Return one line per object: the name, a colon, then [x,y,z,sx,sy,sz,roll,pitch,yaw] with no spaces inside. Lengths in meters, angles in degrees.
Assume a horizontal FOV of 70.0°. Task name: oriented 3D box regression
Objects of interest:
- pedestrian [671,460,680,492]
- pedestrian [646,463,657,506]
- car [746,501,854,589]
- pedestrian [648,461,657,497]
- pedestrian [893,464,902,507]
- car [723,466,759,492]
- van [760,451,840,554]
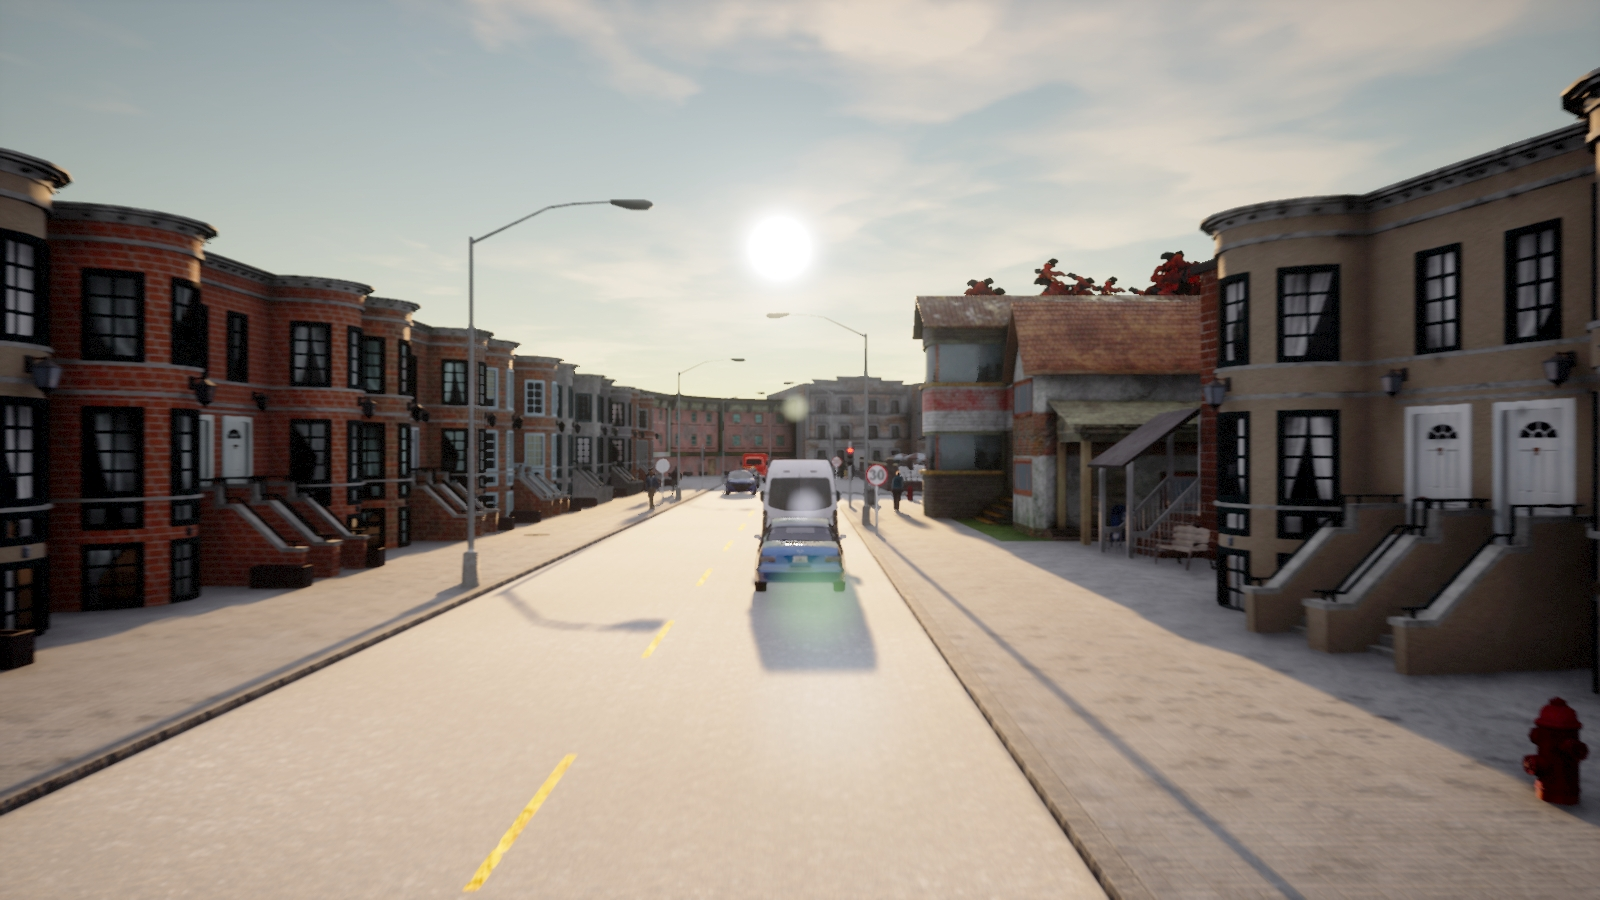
pedestrian: [-7.337,1.527,67.348,0.375,1.860,0.375,0,0,17]
pedestrian: [-6.582,1.526,50.641,0.375,1.860,0.375,0,0,11]
car: [0.000,1.886,24.005,2.033,1.411,5.357,0,0,0]
pedestrian: [-7.771,1.524,60.171,0.375,1.860,0.375,0,0,2]
pedestrian: [4.181,1.524,49.085,0.375,1.860,0.375,0,0,1]
car: [-3.789,1.814,72.243,2.097,1.535,5.006,0,0,-5]
van: [-0.002,1.314,31.457,1.988,2.561,5.915,0,0,0]
